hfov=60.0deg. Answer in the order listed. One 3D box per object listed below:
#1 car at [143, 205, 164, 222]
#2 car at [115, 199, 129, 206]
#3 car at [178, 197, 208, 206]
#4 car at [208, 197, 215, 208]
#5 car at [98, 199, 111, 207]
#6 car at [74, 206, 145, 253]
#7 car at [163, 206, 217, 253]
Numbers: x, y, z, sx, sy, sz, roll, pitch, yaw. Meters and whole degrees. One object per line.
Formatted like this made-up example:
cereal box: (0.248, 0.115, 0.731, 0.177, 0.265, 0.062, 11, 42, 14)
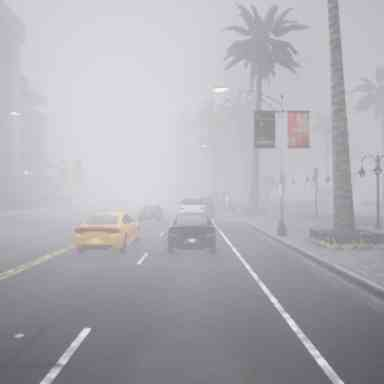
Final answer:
car: (-3.505, 1.814, 28.981, 2.033, 1.411, 5.357, 0, 0, 0)
car: (-14.051, 2.088, 66.560, 1.882, 1.535, 5.008, 0, -1, -24)
car: (-0.006, 1.482, 28.895, 2.150, 2.045, 5.566, 0, -1, 0)
car: (1.218, 1.544, 34.606, 2.150, 2.045, 5.566, 0, -1, 0)
car: (-17.049, 2.120, 64.724, 1.812, 1.442, 4.674, 0, -1, -23)
car: (-3.497, 1.612, 14.462, 1.882, 1.535, 5.008, 0, 0, 0)
car: (0.003, 1.612, 14.469, 1.882, 1.535, 5.008, 0, 0, 0)
